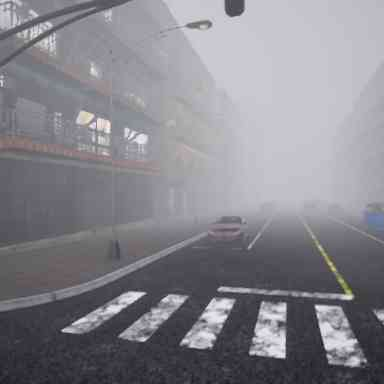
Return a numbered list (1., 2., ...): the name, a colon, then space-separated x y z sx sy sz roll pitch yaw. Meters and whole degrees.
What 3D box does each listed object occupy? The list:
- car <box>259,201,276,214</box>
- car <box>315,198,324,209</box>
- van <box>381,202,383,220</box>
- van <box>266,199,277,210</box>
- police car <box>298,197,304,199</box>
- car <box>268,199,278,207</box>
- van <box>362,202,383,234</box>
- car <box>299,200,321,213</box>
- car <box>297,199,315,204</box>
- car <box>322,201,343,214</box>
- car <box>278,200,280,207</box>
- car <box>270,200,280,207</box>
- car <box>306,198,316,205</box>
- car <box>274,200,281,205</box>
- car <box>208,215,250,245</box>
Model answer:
1. car: 9.780 2.224 43.969 1.802 1.307 4.206 -2 -1 16
2. car: 20.946 2.173 52.553 1.752 1.417 4.829 -2 -1 16
3. van: 10.008 1.470 14.723 1.690 1.788 3.998 -2 -1 16
4. van: 14.439 2.205 60.118 1.690 1.788 3.998 -2 -1 16
5. police car: 28.349 2.545 84.959 1.930 1.638 5.238 -1 -1 17
6. car: 11.331 2.156 49.353 1.967 1.590 4.097 -2 -1 16
7. van: 11.564 1.544 20.105 1.690 1.788 3.998 -2 -1 16
8. car: 16.631 2.169 46.914 1.994 1.385 4.181 -1 -1 16
9. car: 19.567 2.308 57.066 1.994 1.385 4.181 -1 -1 16
10. car: 17.790 2.079 41.626 1.802 1.307 4.206 -2 -1 16
11. car: 12.889 2.341 54.732 2.008 1.369 4.403 -2 -1 16
12. car: 19.071 2.638 76.269 2.008 1.369 4.403 -2 -1 16
13. car: 30.224 2.405 84.683 2.192 1.841 5.009 -2 -1 16
14. car: 23.743 2.892 92.410 1.802 1.307 4.206 -2 -1 16
15. car: 2.005 1.855 17.061 1.802 1.307 4.206 -2 -1 16
